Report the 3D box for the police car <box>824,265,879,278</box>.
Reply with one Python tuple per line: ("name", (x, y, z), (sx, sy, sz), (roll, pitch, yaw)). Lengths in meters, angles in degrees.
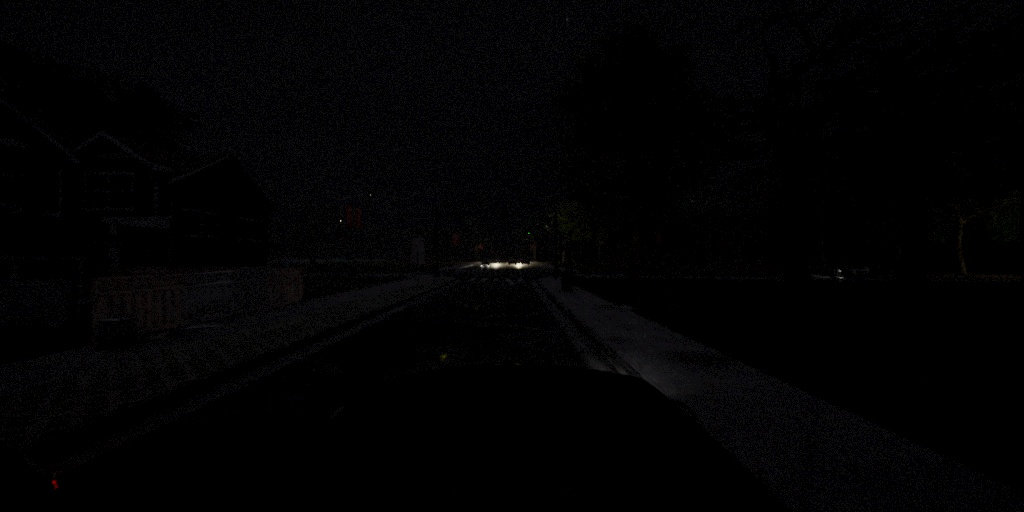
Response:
("police car", (40.790, 1.826, 43.143), (4.974, 1.542, 2.038), (1, -1, 0))
